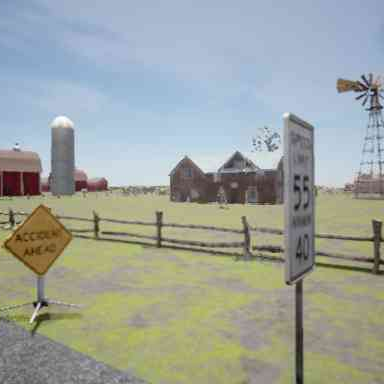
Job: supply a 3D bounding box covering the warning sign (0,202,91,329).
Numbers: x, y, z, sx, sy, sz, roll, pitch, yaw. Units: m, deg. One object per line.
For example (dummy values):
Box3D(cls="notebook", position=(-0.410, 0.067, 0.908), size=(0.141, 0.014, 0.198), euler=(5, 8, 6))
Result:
Box3D(cls="warning sign", position=(-2.650, 1.124, 5.815), size=(1.060, 1.860, 1.300), euler=(-1, 0, 36))
